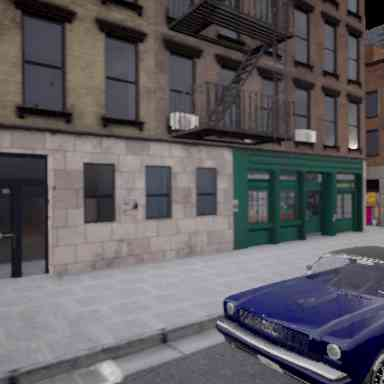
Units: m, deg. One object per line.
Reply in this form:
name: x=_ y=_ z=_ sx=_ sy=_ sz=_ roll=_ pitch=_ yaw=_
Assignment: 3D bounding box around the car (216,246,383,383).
car: x=2.658 y=1.583 z=4.973 sx=4.718 sy=1.301 sz=1.895 roll=0 pitch=0 yaw=-36
